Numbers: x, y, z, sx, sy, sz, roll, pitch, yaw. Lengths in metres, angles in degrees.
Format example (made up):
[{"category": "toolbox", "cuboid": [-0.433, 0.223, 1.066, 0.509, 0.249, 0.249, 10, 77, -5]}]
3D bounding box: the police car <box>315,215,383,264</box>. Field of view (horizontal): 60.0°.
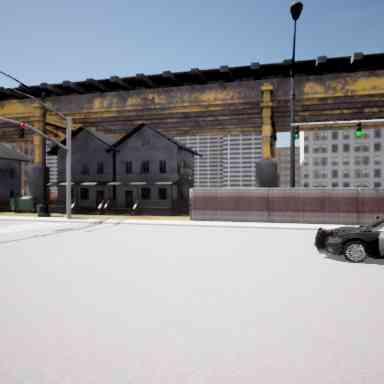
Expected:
[{"category": "police car", "cuboid": [6.809, 1.425, 10.807, 5.238, 1.638, 1.930, 0, 0, 17]}]
